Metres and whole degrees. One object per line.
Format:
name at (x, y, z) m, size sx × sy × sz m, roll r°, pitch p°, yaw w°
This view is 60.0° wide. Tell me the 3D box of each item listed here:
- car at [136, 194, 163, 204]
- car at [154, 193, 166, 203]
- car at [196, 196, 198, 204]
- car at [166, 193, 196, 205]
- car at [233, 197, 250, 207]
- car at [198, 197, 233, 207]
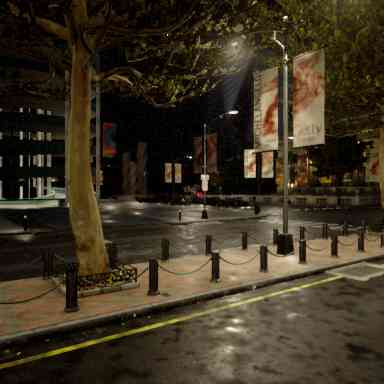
car at (-8.775, 1.547, 65.828) m, size 5.357 × 1.411 × 2.033 m, roll 0°, pitch 0°, yaw 43°
car at (-5.758, 1.221, 67.985) m, size 5.566 × 2.045 × 2.150 m, roll 0°, pitch 0°, yaw 45°
car at (0.951, 1.526, 59.689) m, size 1.812 × 1.442 × 4.674 m, roll 0°, pitch 0°, yaw -36°
car at (-1.967, 1.352, 57.725) m, size 2.097 × 1.767 × 4.553 m, roll 0°, pitch 0°, yaw -37°
car at (6.530, 1.547, 51.960) m, size 2.033 × 1.411 × 5.357 m, roll 0°, pitch 0°, yaw -35°
car at (3.472, 1.478, 50.210) m, size 1.882 × 1.535 × 5.008 m, roll 0°, pitch 0°, yaw -35°
